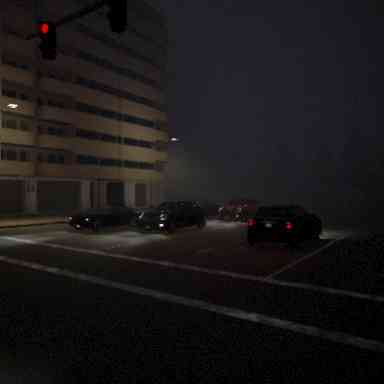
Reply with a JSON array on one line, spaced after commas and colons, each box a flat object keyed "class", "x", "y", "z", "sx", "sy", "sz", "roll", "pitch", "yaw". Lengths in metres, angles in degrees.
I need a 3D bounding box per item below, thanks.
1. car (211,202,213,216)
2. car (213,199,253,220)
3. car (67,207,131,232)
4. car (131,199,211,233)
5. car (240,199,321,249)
[{"class": "car", "x": 0.973, "y": 1.535, "z": 28.822, "sx": 1.994, "sy": 1.385, "sz": 4.181, "roll": 0, "pitch": 0, "yaw": 35}, {"class": "car", "x": 3.947, "y": 1.331, "z": 26.972, "sx": 2.097, "sy": 1.767, "sz": 4.553, "roll": 0, "pitch": 0, "yaw": 35}, {"class": "car", "x": -5.062, "y": 1.571, "z": 20.199, "sx": 1.895, "sy": 1.301, "sz": 4.718, "roll": 0, "pitch": 0, "yaw": 35}, {"class": "car", "x": -1.105, "y": 1.329, "z": 19.750, "sx": 2.097, "sy": 1.767, "sz": 4.553, "roll": 0, "pitch": 0, "yaw": 35}, {"class": "car", "x": 4.246, "y": 1.343, "z": 14.917, "sx": 2.097, "sy": 1.767, "sz": 4.553, "roll": 0, "pitch": 0, "yaw": 35}]
